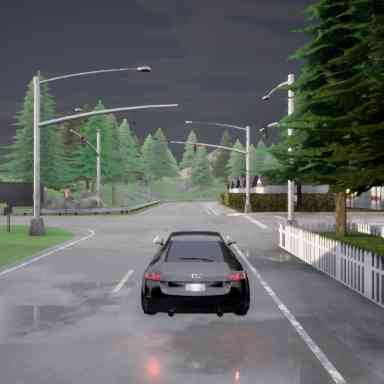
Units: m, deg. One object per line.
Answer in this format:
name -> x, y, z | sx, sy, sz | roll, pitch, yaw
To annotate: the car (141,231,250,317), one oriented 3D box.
car -> 0.077, 1.564, 7.565 | 1.994, 1.385, 4.181 | 0, 0, 1
